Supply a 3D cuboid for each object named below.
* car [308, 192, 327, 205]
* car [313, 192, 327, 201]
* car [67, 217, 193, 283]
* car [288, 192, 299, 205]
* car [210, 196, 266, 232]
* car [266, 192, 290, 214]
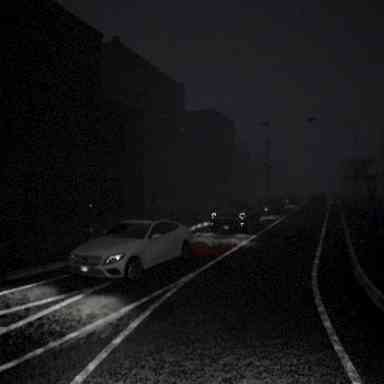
[{"bbox_3d":[15.519,0.718,41.297,1.882,1.535,5.008,-1,0,23],"label":"car"},{"bbox_3d":[20.815,0.671,53.968,1.895,1.301,4.718,-1,0,23],"label":"car"},{"bbox_3d":[-1.533,1.524,9.986,1.812,1.442,4.674,-1,0,26],"label":"car"},{"bbox_3d":[12.132,0.783,41.439,2.128,1.511,4.902,-1,1,23],"label":"car"},{"bbox_3d":[2.620,1.205,19.188,2.097,1.767,4.553,-1,1,23],"label":"car"},{"bbox_3d":[7.006,1.093,29.433,2.128,1.511,4.902,-1,1,23],"label":"car"}]
